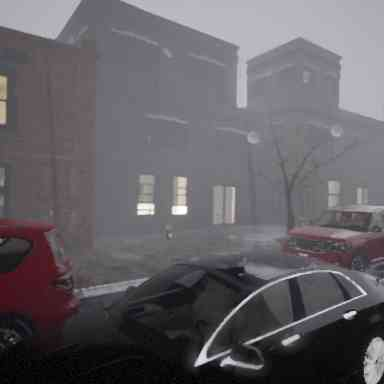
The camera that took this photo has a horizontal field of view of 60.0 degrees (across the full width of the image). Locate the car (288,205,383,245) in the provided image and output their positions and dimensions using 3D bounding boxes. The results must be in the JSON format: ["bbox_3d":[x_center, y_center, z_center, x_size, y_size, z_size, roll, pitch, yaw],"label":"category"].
[{"bbox_3d":[4.929,1.364,10.054,5.009,1.841,2.192,0,1,-35],"label":"car"}]

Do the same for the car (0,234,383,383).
[{"bbox_3d":[0.413,1.517,3.673,4.892,1.490,1.837,0,0,-36],"label":"car"}]

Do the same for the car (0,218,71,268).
[{"bbox_3d":[-3.874,1.310,3.773,5.009,1.841,2.192,0,1,-35],"label":"car"}]
